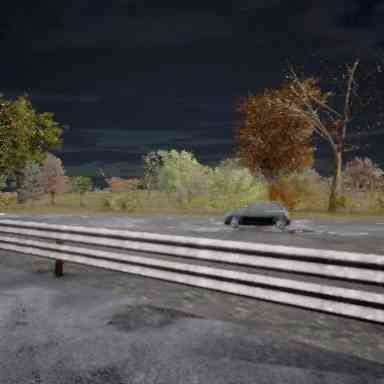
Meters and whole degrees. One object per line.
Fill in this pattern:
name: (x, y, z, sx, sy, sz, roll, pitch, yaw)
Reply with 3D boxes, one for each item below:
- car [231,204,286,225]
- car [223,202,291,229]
car: (5.296, 1.750, 26.459, 4.181, 1.385, 1.994, 0, 0, 15)
car: (4.463, 1.552, 23.059, 4.553, 1.767, 2.097, 0, 0, 15)
